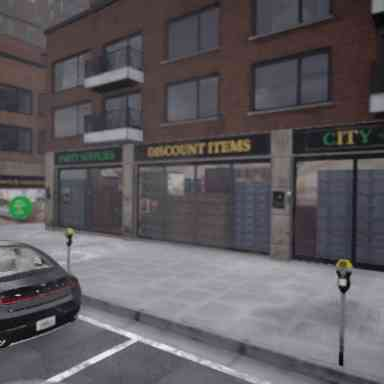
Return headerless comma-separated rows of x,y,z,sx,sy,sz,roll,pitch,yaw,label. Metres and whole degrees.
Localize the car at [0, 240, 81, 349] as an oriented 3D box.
-3.735,1.514,5.735,4.403,1.369,2.008,0,1,35,car
